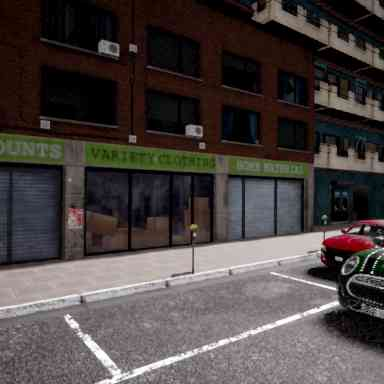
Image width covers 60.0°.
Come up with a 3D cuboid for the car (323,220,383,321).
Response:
[{"bbox_3d":[4.903,1.354,6.572,4.553,1.767,2.097,0,0,-36],"label":"car"}]

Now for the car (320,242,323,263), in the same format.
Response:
[{"bbox_3d":[5.767,1.548,10.209,4.507,1.381,1.887,0,1,-36],"label":"car"}]
